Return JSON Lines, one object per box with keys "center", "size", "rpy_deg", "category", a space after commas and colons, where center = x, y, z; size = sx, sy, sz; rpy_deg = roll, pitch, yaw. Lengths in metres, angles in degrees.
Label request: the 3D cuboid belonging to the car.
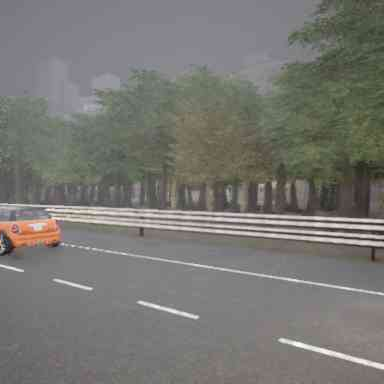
{"center": [-7.388, 1.354, 13.447], "size": [4.553, 1.767, 2.097], "rpy_deg": [0, 0, 36], "category": "car"}
